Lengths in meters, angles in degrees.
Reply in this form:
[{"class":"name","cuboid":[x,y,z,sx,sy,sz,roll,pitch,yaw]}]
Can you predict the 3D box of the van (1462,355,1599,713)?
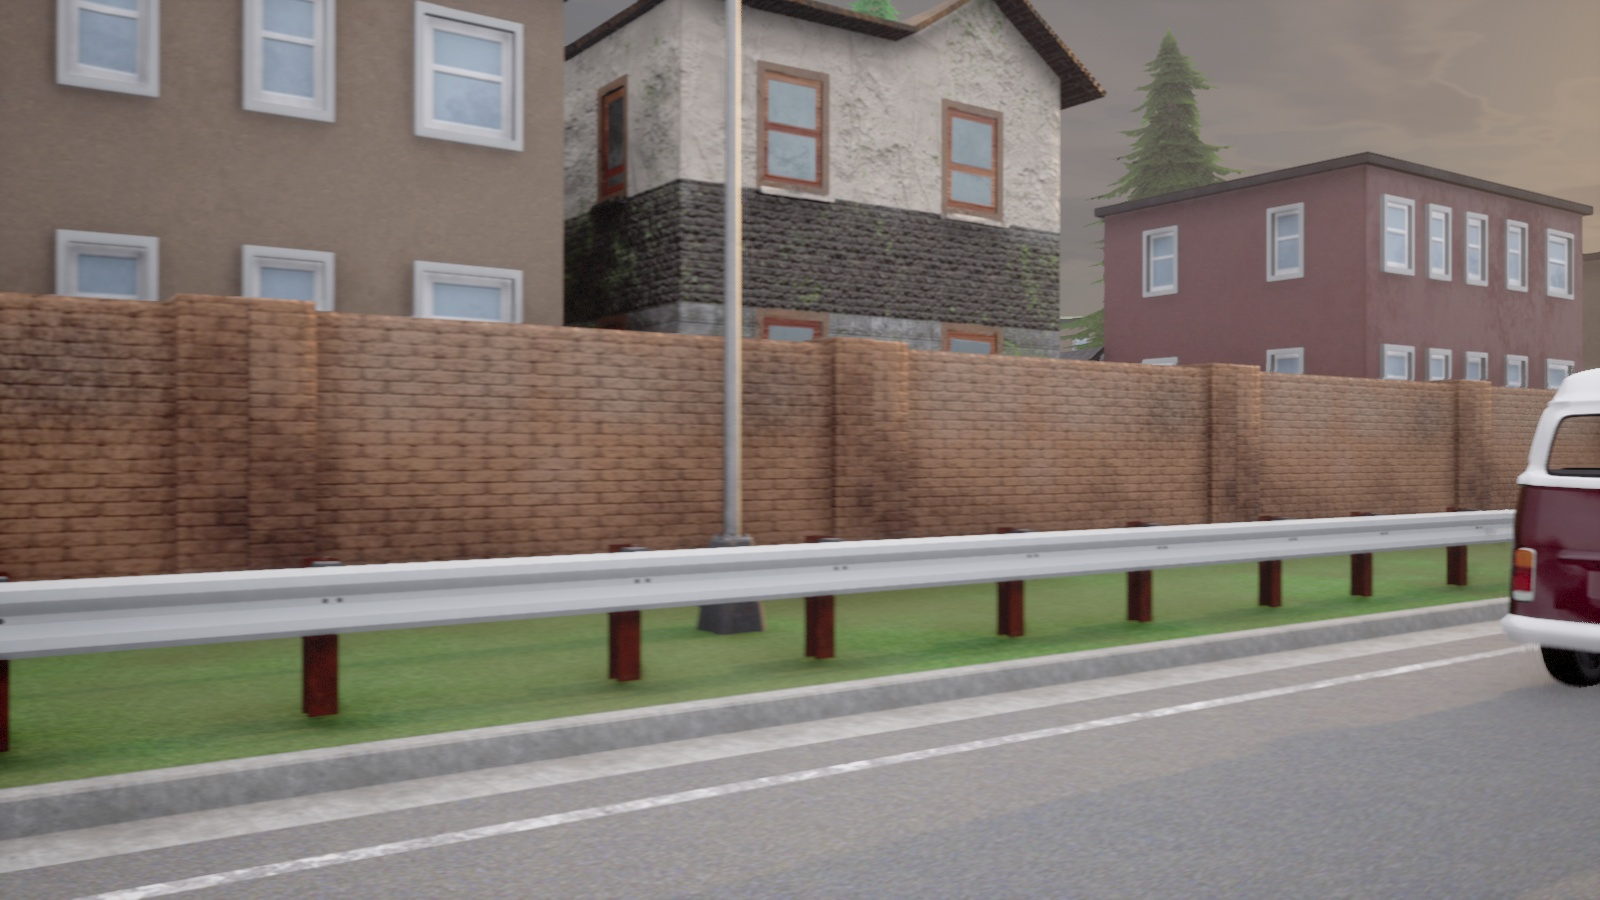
[{"class":"van","cuboid":[6.533,0.474,8.207,4.480,2.038,2.069,0,0,-35]}]
